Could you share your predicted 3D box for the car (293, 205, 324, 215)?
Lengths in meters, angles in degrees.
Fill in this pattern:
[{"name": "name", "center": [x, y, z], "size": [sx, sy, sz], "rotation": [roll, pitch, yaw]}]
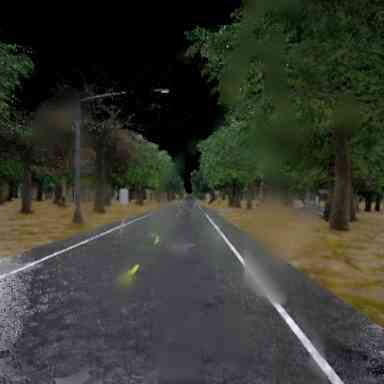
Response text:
[{"name": "car", "center": [18.889, 2.851, 53.899], "size": [4.902, 1.511, 2.128], "rotation": [2, -1, -2]}]
